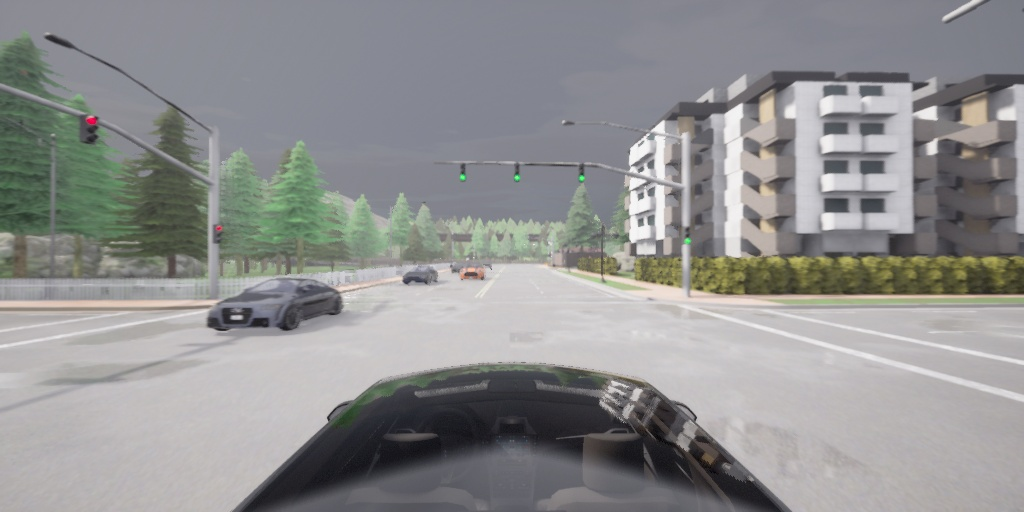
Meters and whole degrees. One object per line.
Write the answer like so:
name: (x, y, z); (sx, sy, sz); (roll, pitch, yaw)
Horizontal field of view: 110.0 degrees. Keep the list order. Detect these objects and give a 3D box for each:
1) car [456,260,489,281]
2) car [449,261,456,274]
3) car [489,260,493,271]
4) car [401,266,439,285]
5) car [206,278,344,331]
car: (-3.590, 1.337, 33.537); (2.097, 1.767, 4.553); (0, 0, 0)
car: (-7.002, 1.615, 48.612); (1.837, 1.490, 4.892); (0, -1, 0)
car: (-3.500, 1.255, 48.869); (2.033, 1.411, 5.357); (0, 0, 0)
car: (-7.098, 1.496, 28.438); (2.033, 1.411, 5.357); (0, 0, 0)
car: (-7.000, 1.384, 11.111); (1.994, 1.385, 4.181); (0, 0, 0)
